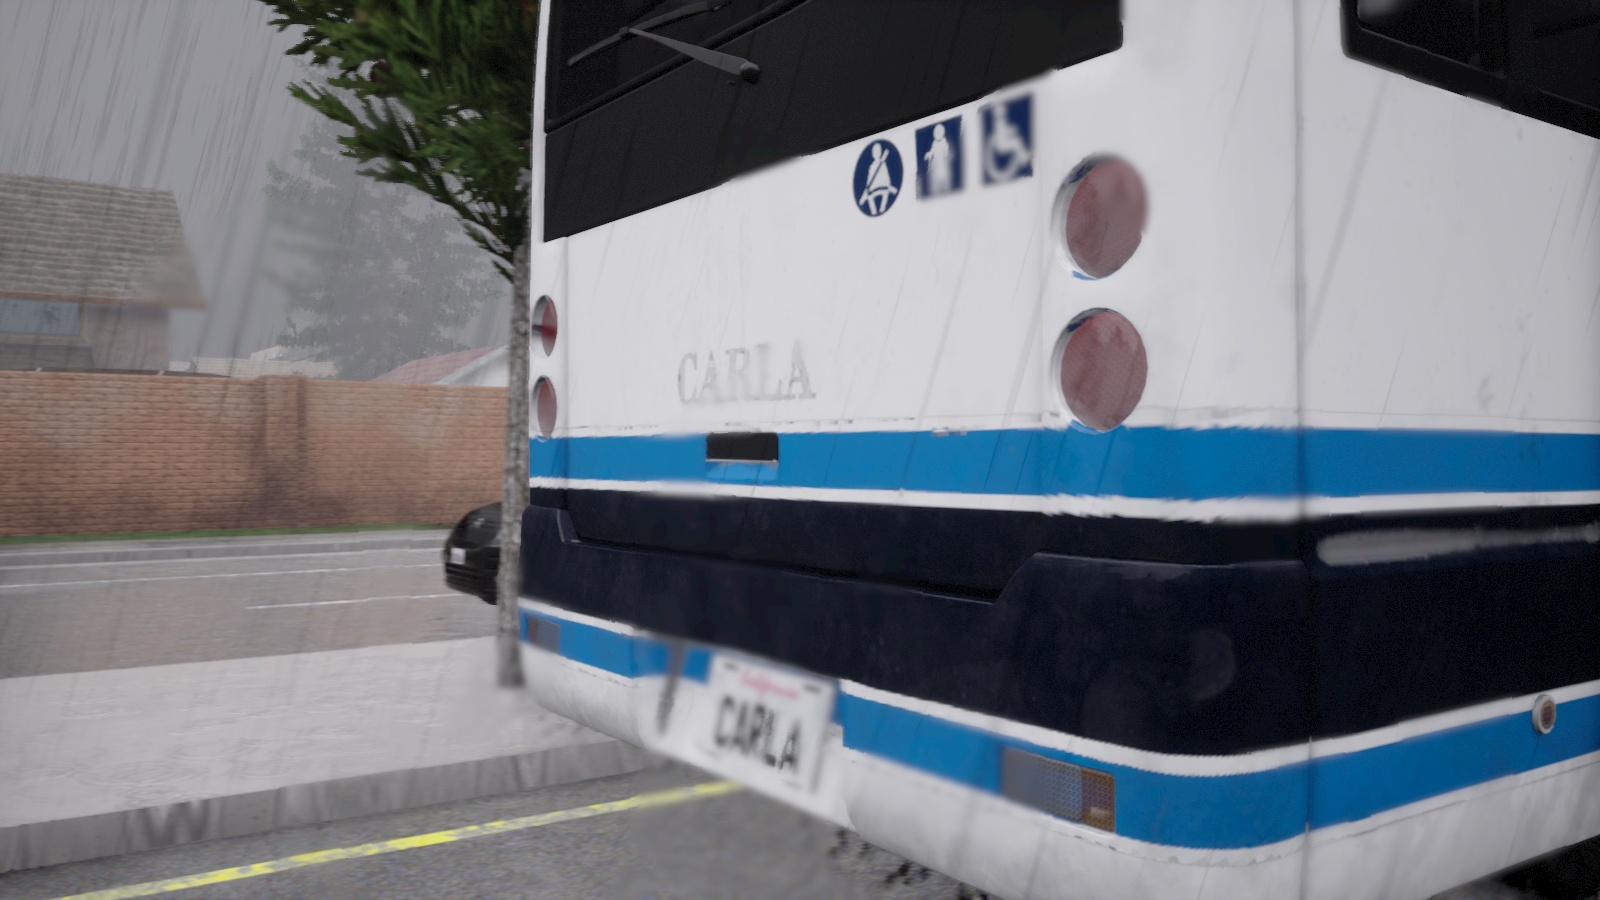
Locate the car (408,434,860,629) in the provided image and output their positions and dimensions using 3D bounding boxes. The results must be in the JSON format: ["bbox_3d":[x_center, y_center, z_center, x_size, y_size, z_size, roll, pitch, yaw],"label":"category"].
[{"bbox_3d":[-1.562,0.676,12.318,3.988,1.617,1.851,0,0,-35],"label":"car"}]

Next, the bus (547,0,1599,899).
[{"bbox_3d":[4.271,-0.624,6.637,10.273,4.253,3.944,0,0,-35],"label":"bus"}]
